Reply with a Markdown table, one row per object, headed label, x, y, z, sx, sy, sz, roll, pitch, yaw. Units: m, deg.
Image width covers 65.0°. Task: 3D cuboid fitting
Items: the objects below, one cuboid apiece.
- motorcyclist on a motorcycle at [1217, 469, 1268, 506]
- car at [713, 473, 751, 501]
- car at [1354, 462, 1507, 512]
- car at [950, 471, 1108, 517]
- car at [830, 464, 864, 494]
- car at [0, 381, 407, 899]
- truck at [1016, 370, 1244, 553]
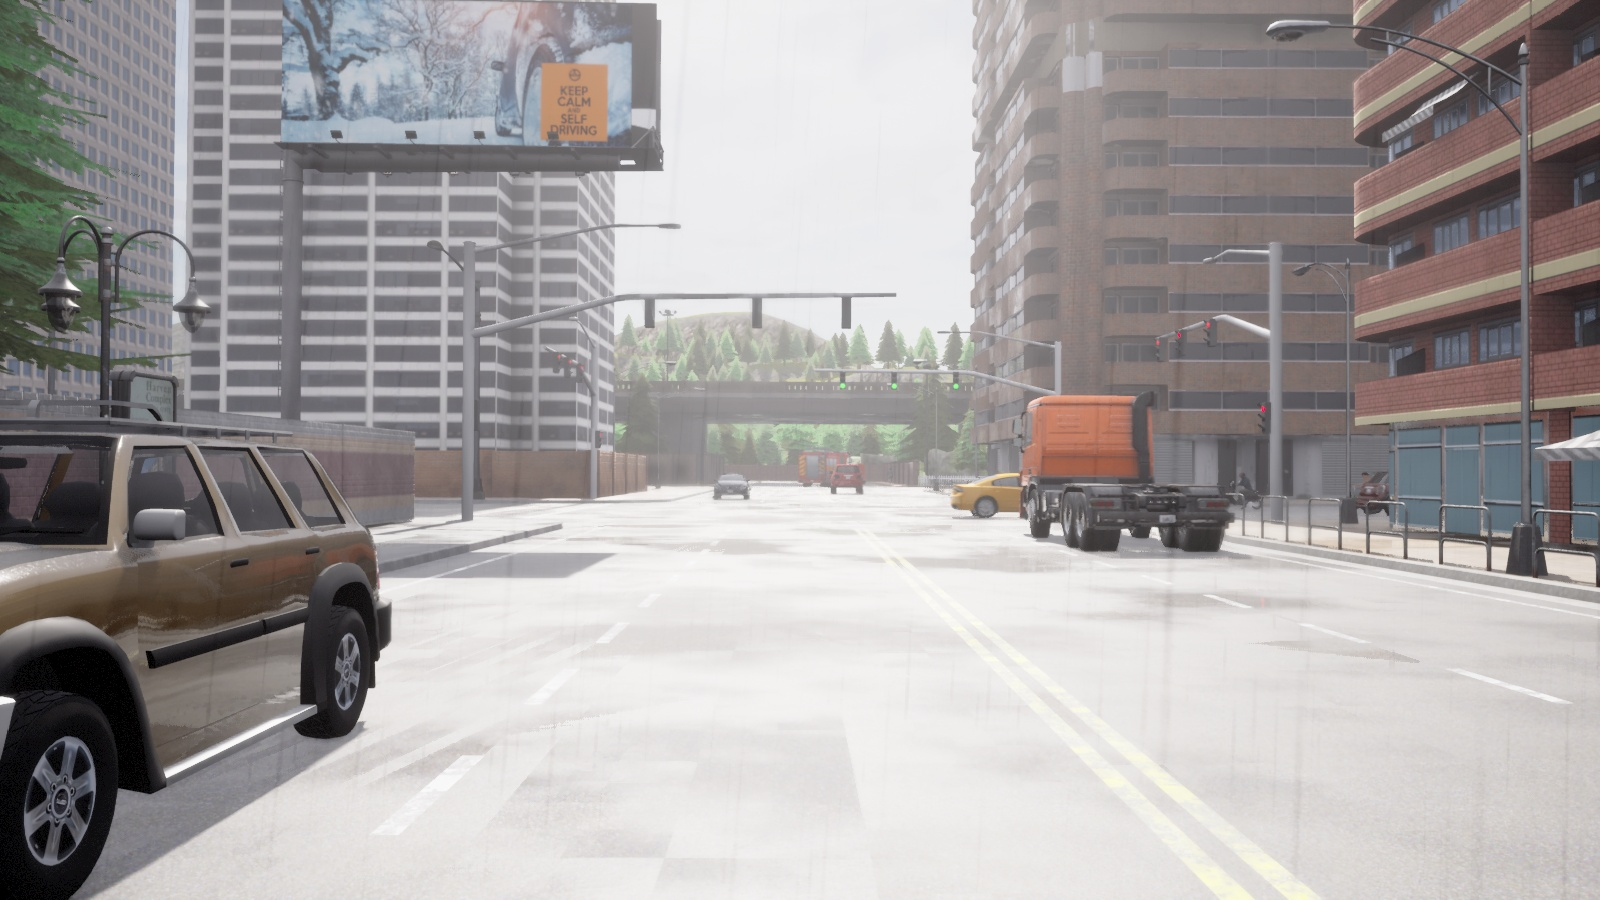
| label | x | y | z | sx | sy | sz | roll | pitch | yaw |
| --- | --- | --- | --- | --- | --- | --- | --- | --- | --- |
| motorcyclist on a motorcycle | 18.769 | 1.585 | 53.265 | 1.817 | 1.590 | 0.866 | 0 | -1 | 0 |
| car | -3.696 | 2.011 | 68.991 | 1.812 | 1.442 | 4.674 | 0 | -1 | 0 |
| car | 23.168 | 1.356 | 46.257 | 4.553 | 1.767 | 2.097 | 0 | -1 | 0 |
| car | 7.741 | 1.478 | 42.794 | 5.008 | 1.535 | 1.882 | 0 | -1 | 0 |
| car | 3.250 | 1.984 | 87.350 | 2.150 | 2.045 | 5.566 | 0 | -1 | 0 |
| car | -3.520 | 0.744 | 5.891 | 1.932 | 1.855 | 4.605 | 0 | -1 | 0 |
| truck | 6.917 | 0.270 | 27.687 | 2.891 | 3.462 | 7.936 | 0 | -1 | 0 |
